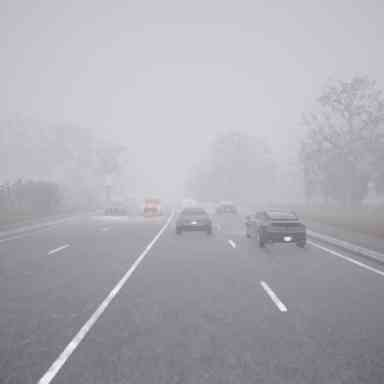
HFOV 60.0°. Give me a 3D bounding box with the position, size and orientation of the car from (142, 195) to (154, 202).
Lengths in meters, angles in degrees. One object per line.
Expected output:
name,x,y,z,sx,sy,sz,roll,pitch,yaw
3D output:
car,-9.791,1.481,73.014,1.994,1.385,4.181,0,0,-17

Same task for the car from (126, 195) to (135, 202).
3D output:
car,-13.767,1.442,73.932,1.812,1.442,4.674,0,0,-17

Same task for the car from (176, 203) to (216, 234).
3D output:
car,0.093,1.568,19.309,1.994,1.385,4.181,0,0,0

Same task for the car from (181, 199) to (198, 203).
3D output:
car,-0.271,1.533,36.904,1.812,1.442,4.674,0,0,-2

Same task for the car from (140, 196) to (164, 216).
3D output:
car,-3.820,1.358,32.253,2.097,1.767,4.553,0,0,-2

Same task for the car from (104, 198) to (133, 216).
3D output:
car,-7.336,1.569,32.757,1.994,1.385,4.181,0,0,-2

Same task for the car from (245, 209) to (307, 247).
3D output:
car,3.602,1.508,14.928,1.837,1.490,4.892,0,0,0

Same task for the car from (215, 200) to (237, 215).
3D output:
car,3.352,1.534,33.683,1.812,1.442,4.674,0,0,-2
